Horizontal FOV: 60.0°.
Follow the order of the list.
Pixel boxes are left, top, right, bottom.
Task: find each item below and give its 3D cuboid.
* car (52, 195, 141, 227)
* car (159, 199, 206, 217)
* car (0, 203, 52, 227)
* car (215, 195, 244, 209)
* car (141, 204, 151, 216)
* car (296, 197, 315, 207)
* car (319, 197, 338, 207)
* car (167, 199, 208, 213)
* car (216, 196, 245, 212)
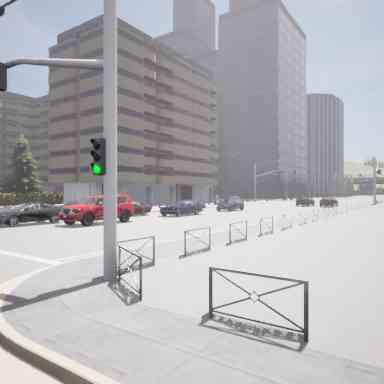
[{"bbox_3d":[-6.550,1.221,23.524,2.150,2.045,5.566,0,0,35],"label":"car"},{"bbox_3d":[-1.006,1.601,31.569,1.895,1.301,4.718,0,0,35],"label":"car"},{"bbox_3d":[-11.213,1.492,22.925,2.128,1.511,4.902,0,0,35],"label":"car"},{"bbox_3d":[5.385,1.352,46.938,2.097,1.767,4.553,0,0,35],"label":"car"},{"bbox_3d":[-5.953,1.601,30.557,1.895,1.301,4.718,0,0,35],"label":"car"},{"bbox_3d":[17.950,1.478,52.546,1.882,1.535,5.008,0,0,35],"label":"car"},{"bbox_3d":[20.874,1.478,50.652,1.882,1.535,5.008,0,0,35],"label":"car"},{"bbox_3d":[-0.407,1.547,38.601,2.033,1.411,5.357,0,0,35],"label":"car"},{"bbox_3d":[4.679,1.526,39.790,1.812,1.442,4.674,0,0,35],"label":"car"}]
